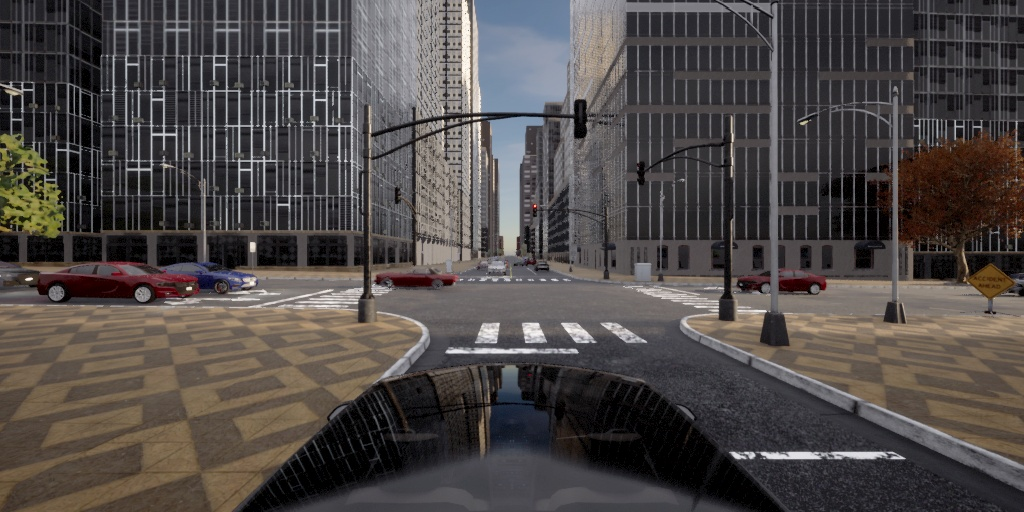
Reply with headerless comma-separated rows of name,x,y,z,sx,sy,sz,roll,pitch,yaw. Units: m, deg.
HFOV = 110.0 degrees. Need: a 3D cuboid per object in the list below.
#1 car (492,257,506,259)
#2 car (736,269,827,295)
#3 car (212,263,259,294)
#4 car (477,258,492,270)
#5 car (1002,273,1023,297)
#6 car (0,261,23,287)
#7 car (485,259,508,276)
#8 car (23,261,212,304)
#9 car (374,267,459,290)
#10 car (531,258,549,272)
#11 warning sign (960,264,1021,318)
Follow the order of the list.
car,-1.672,1.109,58.561,2.097,1.767,4.553,0,0,-1
car,16.720,1.554,22.374,5.008,1.535,1.882,1,0,-3
car,-14.975,1.026,17.396,4.674,1.442,1.812,1,0,-1
car,-4.113,1.343,52.197,1.802,1.307,4.207,0,0,0
car,33.436,1.868,23.176,4.902,1.511,2.128,1,0,-3
car,-24.901,0.882,16.920,4.181,1.385,1.994,1,0,-3
car,-1.560,1.293,38.321,1.812,1.442,4.674,0,0,0
car,-15.286,0.973,14.124,5.008,1.535,1.882,1,0,-2
car,-5.622,1.292,21.306,4.718,1.301,1.895,1,0,-3
car,3.850,1.329,46.719,1.948,1.339,4.313,0,0,0
warning sign,17.258,1.204,12.940,1.060,1.860,1.300,0,0,-3
